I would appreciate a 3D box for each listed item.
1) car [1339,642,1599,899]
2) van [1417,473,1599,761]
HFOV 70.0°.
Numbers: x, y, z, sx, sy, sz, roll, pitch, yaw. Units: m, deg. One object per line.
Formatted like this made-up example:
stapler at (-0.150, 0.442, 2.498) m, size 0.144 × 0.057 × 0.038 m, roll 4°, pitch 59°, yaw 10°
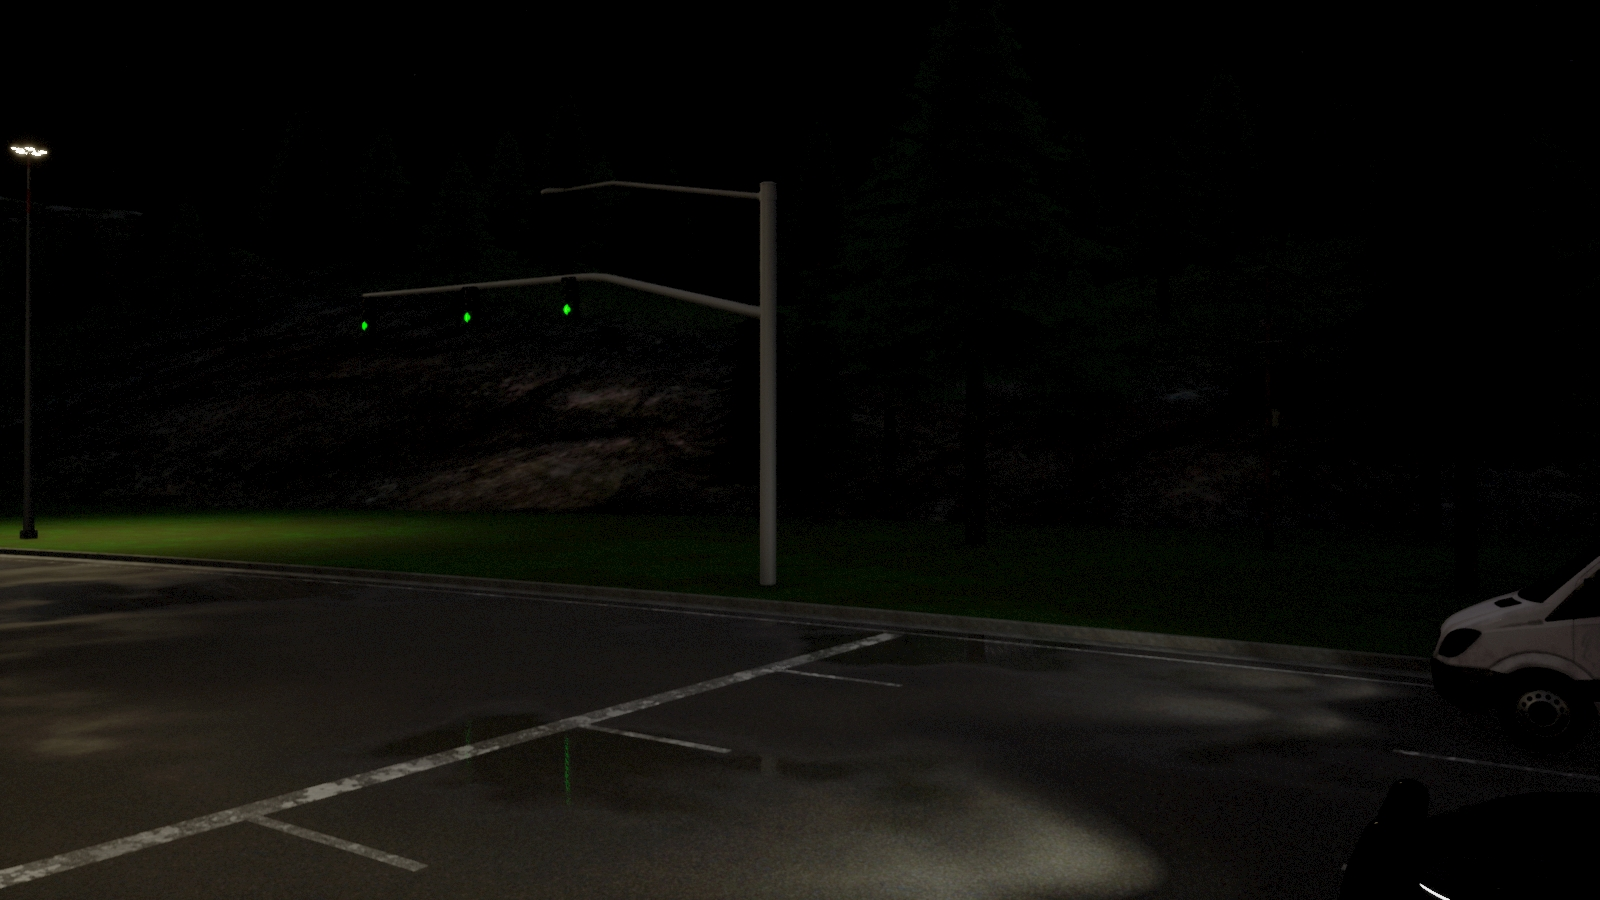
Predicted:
car at (5.201, 1.982, 4.552) m, size 5.238 × 1.638 × 2.097 m, roll 0°, pitch 0°, yaw 35°
van at (9.029, 1.534, 10.264) m, size 5.915 × 2.561 × 1.988 m, roll 0°, pitch 0°, yaw 36°
